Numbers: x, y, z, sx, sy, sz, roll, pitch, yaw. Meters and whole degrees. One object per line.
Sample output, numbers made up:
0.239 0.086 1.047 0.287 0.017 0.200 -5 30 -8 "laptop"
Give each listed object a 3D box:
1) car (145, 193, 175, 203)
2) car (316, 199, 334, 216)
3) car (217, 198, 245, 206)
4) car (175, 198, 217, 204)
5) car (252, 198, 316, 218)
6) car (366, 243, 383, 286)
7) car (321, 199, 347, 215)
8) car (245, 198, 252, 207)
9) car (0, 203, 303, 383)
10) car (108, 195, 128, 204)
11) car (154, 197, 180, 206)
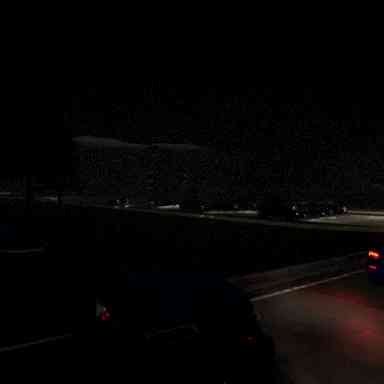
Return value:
-5.435 1.222 53.174 2.150 2.045 5.566 0 0 -35 "car"
10.404 1.601 31.388 1.895 1.301 4.718 0 0 -36 "car"
3.701 1.490 40.560 2.128 1.511 4.902 0 0 -36 "car"
0.379 1.500 39.168 1.837 1.490 4.892 0 1 -37 "car"
7.895 1.352 28.892 2.097 1.767 4.553 0 0 -36 "car"
6.039 1.526 8.071 4.674 1.442 1.812 0 0 -35 "car"
13.119 1.492 33.607 2.128 1.511 4.902 0 0 -36 "car"
6.299 1.490 42.938 2.128 1.511 4.902 0 0 -36 "car"
-1.855 1.222 2.422 5.566 2.045 2.150 0 0 -35 "car"
-12.806 1.351 57.519 2.097 1.767 4.553 0 0 -36 "car"
-4.390 1.547 57.744 2.033 1.411 5.357 0 0 -35 "car"
